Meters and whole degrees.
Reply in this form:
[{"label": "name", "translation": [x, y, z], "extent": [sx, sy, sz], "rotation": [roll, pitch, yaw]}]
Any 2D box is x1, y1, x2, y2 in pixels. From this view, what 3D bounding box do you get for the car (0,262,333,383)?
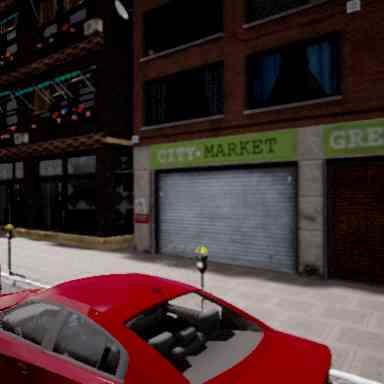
[{"label": "car", "translation": [-0.942, 1.537, 3.399], "extent": [4.507, 1.381, 1.887], "rotation": [0, 0, 35]}]
